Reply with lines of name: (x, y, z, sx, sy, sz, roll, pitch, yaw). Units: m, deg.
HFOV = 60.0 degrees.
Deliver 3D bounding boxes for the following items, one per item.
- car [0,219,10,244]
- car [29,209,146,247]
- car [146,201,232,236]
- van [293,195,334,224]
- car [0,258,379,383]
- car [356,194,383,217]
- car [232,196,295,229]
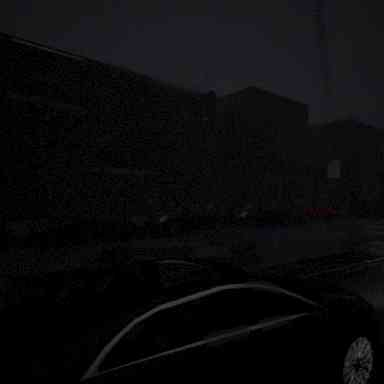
car: (-9.259, 1.445, 11.852, 4.892, 1.521, 2.231, 0, 0, -36)
car: (-4.773, 1.489, 15.070, 4.674, 1.452, 2.002, 0, 0, -36)
car: (-0.361, 1.329, 18.233, 4.553, 1.767, 2.185, 0, 0, -36)
van: (8.499, 1.239, 24.587, 4.442, 1.987, 1.878, 0, 0, -36)
car: (0.094, 1.493, 3.506, 4.902, 1.511, 2.128, 0, 0, -36)
car: (17.653, 1.225, 31.150, 5.566, 2.045, 2.435, 0, 0, -36)
car: (4.129, 1.334, 21.453, 4.553, 1.767, 2.185, 0, 0, -36)
